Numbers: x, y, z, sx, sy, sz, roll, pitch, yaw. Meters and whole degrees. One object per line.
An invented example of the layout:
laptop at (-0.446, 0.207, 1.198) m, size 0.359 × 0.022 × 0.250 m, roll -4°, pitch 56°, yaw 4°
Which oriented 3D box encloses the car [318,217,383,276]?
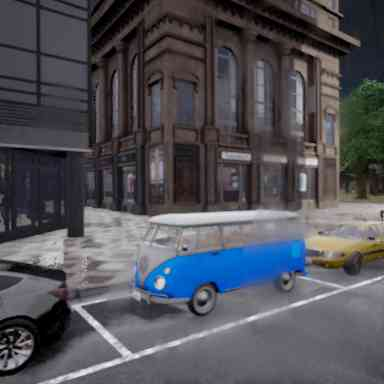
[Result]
car at (5.015, 1.478, 10.217) m, size 4.829 × 1.417 × 1.752 m, roll 0°, pitch 0°, yaw -35°

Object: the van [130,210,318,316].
van at (0.722, 1.319, 7.162) m, size 3.998 × 1.788 × 1.690 m, roll 0°, pitch 0°, yaw -35°

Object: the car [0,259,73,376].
car at (-3.706, 1.570, 4.009) m, size 4.313 × 1.339 × 1.947 m, roll 0°, pitch 0°, yaw -35°
